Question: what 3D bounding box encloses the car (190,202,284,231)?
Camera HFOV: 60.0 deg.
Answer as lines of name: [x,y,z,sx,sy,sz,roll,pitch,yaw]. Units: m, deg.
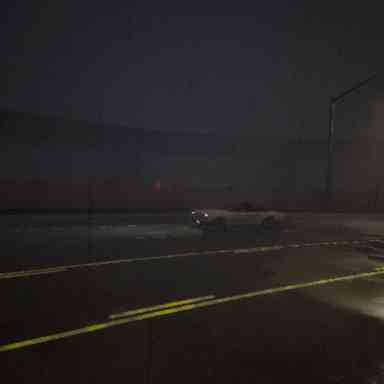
car: [2.334,1.202,17.282,4.718,1.301,1.895,1,1,-25]
